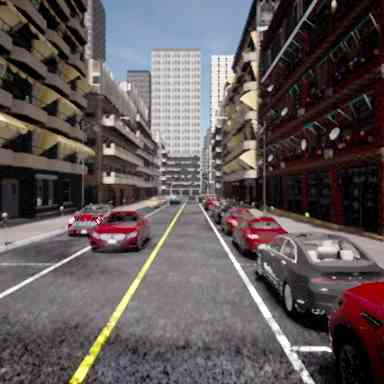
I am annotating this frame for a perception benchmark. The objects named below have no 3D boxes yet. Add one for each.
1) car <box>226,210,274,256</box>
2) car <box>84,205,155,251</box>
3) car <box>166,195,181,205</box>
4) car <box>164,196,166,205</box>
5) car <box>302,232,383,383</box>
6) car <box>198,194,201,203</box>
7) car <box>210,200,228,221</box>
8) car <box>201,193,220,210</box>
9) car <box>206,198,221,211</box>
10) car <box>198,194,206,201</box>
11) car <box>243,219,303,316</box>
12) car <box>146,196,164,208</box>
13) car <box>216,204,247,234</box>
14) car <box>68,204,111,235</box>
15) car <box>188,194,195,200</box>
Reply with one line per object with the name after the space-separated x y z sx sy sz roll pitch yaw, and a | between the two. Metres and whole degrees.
2.555 1.572 12.857 1.802 1.307 4.206 -1 0 0 | car
-2.852 1.514 14.170 1.812 1.442 4.674 0 0 0 | car
-2.813 1.549 56.086 1.895 1.301 4.718 0 0 1 | car
-5.334 1.387 57.227 1.967 1.590 4.097 -1 0 0 | car
2.553 1.314 1.759 2.192 1.841 5.009 -1 0 0 | car
2.220 1.440 67.040 1.837 1.490 4.892 0 0 0 | car
2.553 1.545 23.955 1.947 1.339 4.313 -1 0 0 | car
2.548 1.278 40.602 2.192 1.841 5.009 -1 0 0 | car
2.552 1.525 29.504 2.008 1.369 4.403 -1 0 0 | car
2.543 1.356 84.994 1.967 1.590 4.097 -1 0 0 | car
2.555 1.545 7.307 2.008 1.369 4.403 -1 0 0 | car
-5.331 1.483 45.959 1.752 1.417 4.829 -1 0 0 | car
2.554 1.567 18.406 1.802 1.307 4.206 -1 0 0 | car
-5.328 1.424 18.383 1.967 1.590 4.097 -1 0 0 | car
-0.012 1.378 86.554 1.812 1.442 4.674 0 0 0 | car
